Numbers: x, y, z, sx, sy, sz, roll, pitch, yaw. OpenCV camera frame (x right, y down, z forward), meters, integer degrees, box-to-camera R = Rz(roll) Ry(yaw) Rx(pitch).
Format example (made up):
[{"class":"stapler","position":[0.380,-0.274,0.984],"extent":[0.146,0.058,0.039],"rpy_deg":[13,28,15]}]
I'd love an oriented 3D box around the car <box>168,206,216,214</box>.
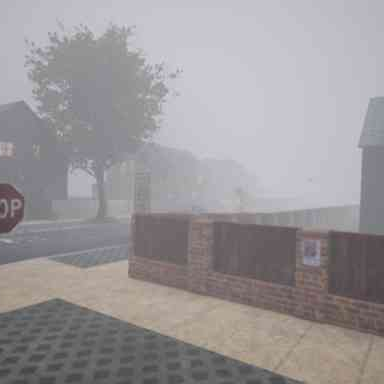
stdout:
[{"class":"car","position":[0.294,1.644,21.616],"extent":[2.128,1.511,4.902],"rpy_deg":[3,1,35]}]
